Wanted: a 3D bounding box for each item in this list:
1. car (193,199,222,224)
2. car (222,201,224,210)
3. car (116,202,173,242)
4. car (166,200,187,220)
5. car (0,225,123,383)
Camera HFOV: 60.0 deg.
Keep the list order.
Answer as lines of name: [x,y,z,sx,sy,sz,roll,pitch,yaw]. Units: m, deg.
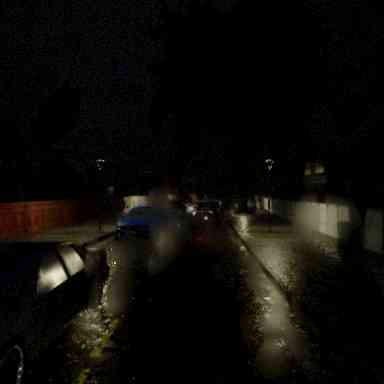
car: [1.138,1.487,24.844,1.837,1.490,4.892,0,0,5]
car: [3.009,1.553,42.485,1.994,1.385,4.181,0,0,8]
car: [-2.311,1.457,16.462,1.882,1.535,5.008,0,0,4]
car: [-1.539,1.479,27.722,1.837,1.490,4.892,0,1,5]
car: [-2.748,1.538,5.142,2.033,1.411,5.357,0,0,1]
